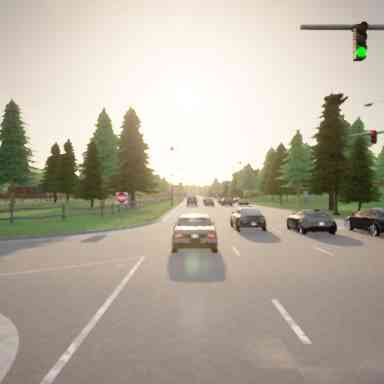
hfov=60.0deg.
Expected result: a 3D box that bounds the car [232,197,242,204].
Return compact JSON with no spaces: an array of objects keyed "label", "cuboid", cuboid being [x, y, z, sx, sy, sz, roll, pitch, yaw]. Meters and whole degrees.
[{"label":"car","cuboid":[10.517,1.993,77.791,1.812,1.442,4.674,0,0,0]}]

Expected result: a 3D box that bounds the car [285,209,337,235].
[{"label":"car","cuboid":[7.104,1.730,20.224,1.994,1.385,4.181,0,0,0]}]

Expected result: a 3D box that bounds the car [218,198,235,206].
[{"label":"car","cuboid":[7.015,1.905,67.759,2.097,1.767,4.553,0,0,0]}]

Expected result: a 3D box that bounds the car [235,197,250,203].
[{"label":"car","cuboid":[10.515,2.149,67.816,1.895,1.301,4.718,0,0,0]}]

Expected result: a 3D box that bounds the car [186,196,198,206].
[{"label":"car","cuboid":[0.015,1.774,67.405,2.150,2.045,5.566,0,0,0]}]

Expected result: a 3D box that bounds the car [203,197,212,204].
[{"label":"car","cuboid":[3.517,1.947,77.793,1.882,1.535,5.008,0,0,0]}]

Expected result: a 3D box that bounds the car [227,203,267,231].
[{"label":"car","cuboid":[3.592,1.704,21.672,1.812,1.442,4.674,0,0,0]}]

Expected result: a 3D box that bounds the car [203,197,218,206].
[{"label":"car","cuboid":[3.515,2.098,67.372,2.033,1.411,5.357,0,0,0]}]

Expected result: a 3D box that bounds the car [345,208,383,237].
[{"label":"car","cuboid":[10.605,1.662,19.163,1.837,1.490,4.892,0,0,0]}]

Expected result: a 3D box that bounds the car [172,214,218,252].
[{"label":"car","cuboid":[0.104,1.667,14.528,2.033,1.411,5.357,0,0,0]}]

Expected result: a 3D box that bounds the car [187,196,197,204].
[{"label":"car","cuboid":[0.017,1.825,77.765,2.097,1.767,4.553,0,0,0]}]

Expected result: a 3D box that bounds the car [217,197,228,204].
[{"label":"car","cuboid":[7.018,2.009,77.792,2.033,1.411,5.357,0,0,0]}]
